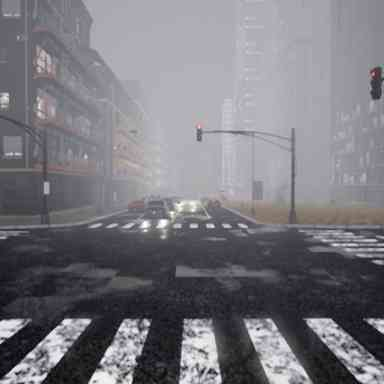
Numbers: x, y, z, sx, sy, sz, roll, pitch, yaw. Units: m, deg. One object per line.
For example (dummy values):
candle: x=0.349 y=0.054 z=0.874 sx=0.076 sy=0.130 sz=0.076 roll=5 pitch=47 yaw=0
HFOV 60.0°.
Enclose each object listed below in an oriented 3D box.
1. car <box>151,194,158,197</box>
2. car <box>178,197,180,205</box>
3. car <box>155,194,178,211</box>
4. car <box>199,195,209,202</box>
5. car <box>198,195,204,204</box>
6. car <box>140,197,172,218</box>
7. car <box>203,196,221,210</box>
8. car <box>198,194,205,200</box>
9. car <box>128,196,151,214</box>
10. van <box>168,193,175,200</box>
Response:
car: x=-5.684 y=1.390 z=41.202 sx=1.967 sy=1.590 sz=4.097 roll=-1 pitch=0 yaw=0
car: x=-3.032 y=1.460 z=58.044 sx=1.812 sy=1.442 sz=4.674 roll=0 pitch=0 yaw=1
car: x=-3.079 y=1.429 z=40.215 sx=1.882 sy=1.535 sz=5.008 roll=0 pitch=0 yaw=0
car: x=2.679 y=1.465 z=75.150 sx=1.887 sy=1.381 sz=4.507 roll=-1 pitch=0 yaw=0
car: x=2.674 y=1.481 z=63.852 sx=2.008 sy=1.369 sz=4.403 roll=-1 pitch=0 yaw=0
car: x=-3.086 y=1.468 z=29.522 sx=1.837 sy=1.490 sz=4.892 roll=0 pitch=0 yaw=0
car: x=2.664 y=1.495 z=41.256 sx=1.887 sy=1.381 sz=4.507 roll=-1 pitch=0 yaw=0
car: x=2.685 y=1.433 z=92.267 sx=1.752 sy=1.417 sz=4.829 roll=-1 pitch=0 yaw=0
car: x=-5.685 y=1.501 z=35.553 sx=1.887 sy=1.381 sz=4.507 roll=-1 pitch=0 yaw=0
van: x=-5.665 y=1.249 z=92.041 sx=1.690 sy=1.788 sz=3.998 roll=-1 pitch=0 yaw=0
